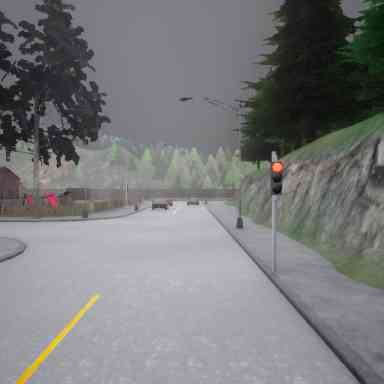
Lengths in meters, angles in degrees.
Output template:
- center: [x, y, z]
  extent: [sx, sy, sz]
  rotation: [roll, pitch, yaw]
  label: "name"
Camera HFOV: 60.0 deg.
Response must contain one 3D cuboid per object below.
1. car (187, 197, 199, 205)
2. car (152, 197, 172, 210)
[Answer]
- center: [0.175, 1.564, 56.820]
  extent: [1.994, 1.385, 4.181]
  rotation: [0, 0, 0]
  label: "car"
- center: [-4.040, 1.478, 42.853]
  extent: [1.882, 1.535, 5.008]
  rotation: [0, 0, 0]
  label: "car"
